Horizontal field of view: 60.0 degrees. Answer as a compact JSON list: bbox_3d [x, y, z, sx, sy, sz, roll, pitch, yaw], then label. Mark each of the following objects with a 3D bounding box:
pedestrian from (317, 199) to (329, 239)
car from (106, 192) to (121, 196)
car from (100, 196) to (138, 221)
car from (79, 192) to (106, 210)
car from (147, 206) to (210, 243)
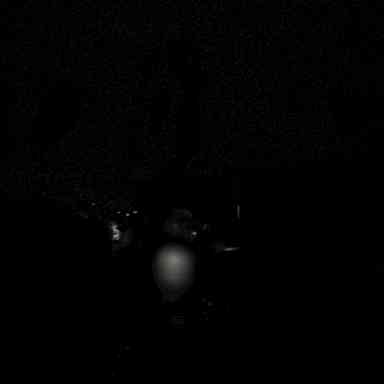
[{"bbox_3d":[6.047,1.220,15.431,0.375,1.860,0.375,1,-1,-25],"label":"pedestrian"},{"bbox_3d":[-10.601,1.060,43.432,2.150,2.045,5.566,0,0,-25],"label":"car"},{"bbox_3d":[-5.681,1.383,26.216,1.837,1.490,4.892,0,1,-25],"label":"car"},{"bbox_3d":[-12.381,1.062,40.370,2.150,2.045,5.566,0,0,-25],"label":"car"},{"bbox_3d":[-0.834,1.440,15.892,1.812,1.442,4.674,0,0,-24],"label":"car"}]
